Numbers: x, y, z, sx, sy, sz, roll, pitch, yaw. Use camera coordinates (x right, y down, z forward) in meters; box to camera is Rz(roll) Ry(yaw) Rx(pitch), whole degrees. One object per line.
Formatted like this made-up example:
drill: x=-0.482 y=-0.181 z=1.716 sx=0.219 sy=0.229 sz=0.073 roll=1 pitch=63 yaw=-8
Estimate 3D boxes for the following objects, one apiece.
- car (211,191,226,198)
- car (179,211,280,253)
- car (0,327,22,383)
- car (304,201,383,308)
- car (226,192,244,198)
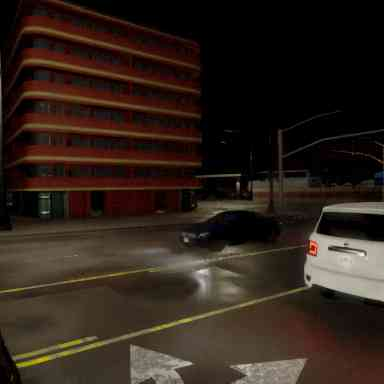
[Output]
car: x=7.393 y=0.671 z=89.321 sx=4.611 sy=1.667 sz=2.242 roll=-1 pitch=1 yaw=-35
car: x=1.687 y=1.521 z=13.753 sx=4.674 sy=1.442 sz=1.812 roll=0 pitch=0 yaw=-35
car: x=-3.674 y=1.222 z=1.131 sx=5.566 sy=2.045 sz=2.150 roll=0 pitch=0 yaw=-35
car: x=4.767 y=1.218 z=7.130 sx=5.566 sy=2.045 sz=2.150 roll=0 pitch=0 yaw=-35
car: x=11.360 y=0.818 z=85.096 sx=3.806 sy=1.475 sz=1.970 roll=-1 pitch=1 yaw=-35
